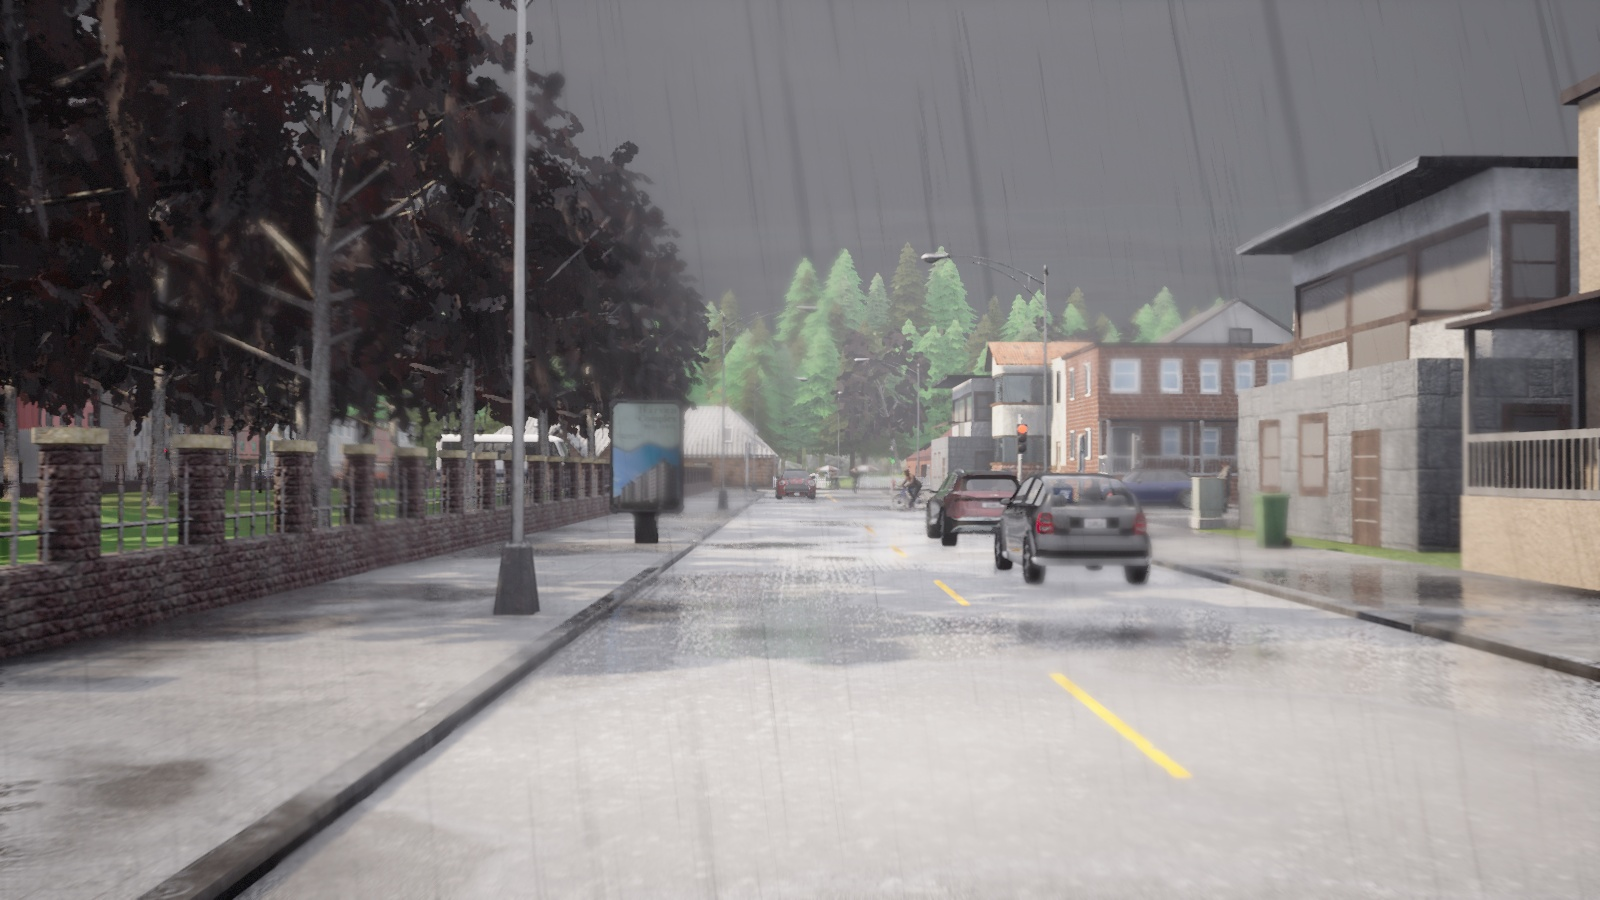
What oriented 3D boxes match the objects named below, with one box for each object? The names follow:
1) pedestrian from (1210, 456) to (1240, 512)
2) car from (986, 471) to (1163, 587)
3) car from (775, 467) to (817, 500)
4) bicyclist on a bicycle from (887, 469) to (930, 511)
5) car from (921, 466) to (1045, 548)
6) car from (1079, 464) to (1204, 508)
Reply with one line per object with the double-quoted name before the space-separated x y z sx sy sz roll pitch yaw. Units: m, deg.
"pedestrian" 15.059 1.198 44.523 0.873 1.952 0.659 -1 -1 30
"car" 3.955 1.085 18.683 1.789 1.549 3.705 0 -1 0
"car" -0.248 1.817 69.370 2.097 1.767 4.553 0 -1 -3
"bicyclist on a bicycle" 4.296 1.570 49.755 1.656 1.620 0.582 0 0 -29
"car" 3.929 1.186 27.740 2.033 1.649 4.856 0 -1 0
"car" 13.901 1.463 51.314 4.553 1.767 2.097 0 -1 0
